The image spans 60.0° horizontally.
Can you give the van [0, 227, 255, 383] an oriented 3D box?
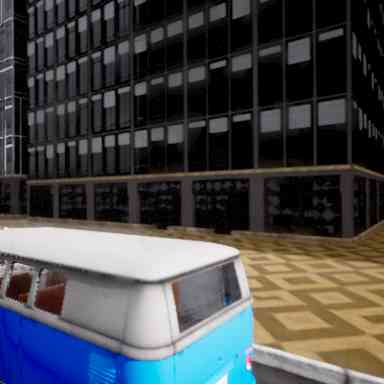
[{"bbox_3d":[-1.293,1.371,3.793,3.998,1.788,1.690,-1,0,35],"label":"van"}]
